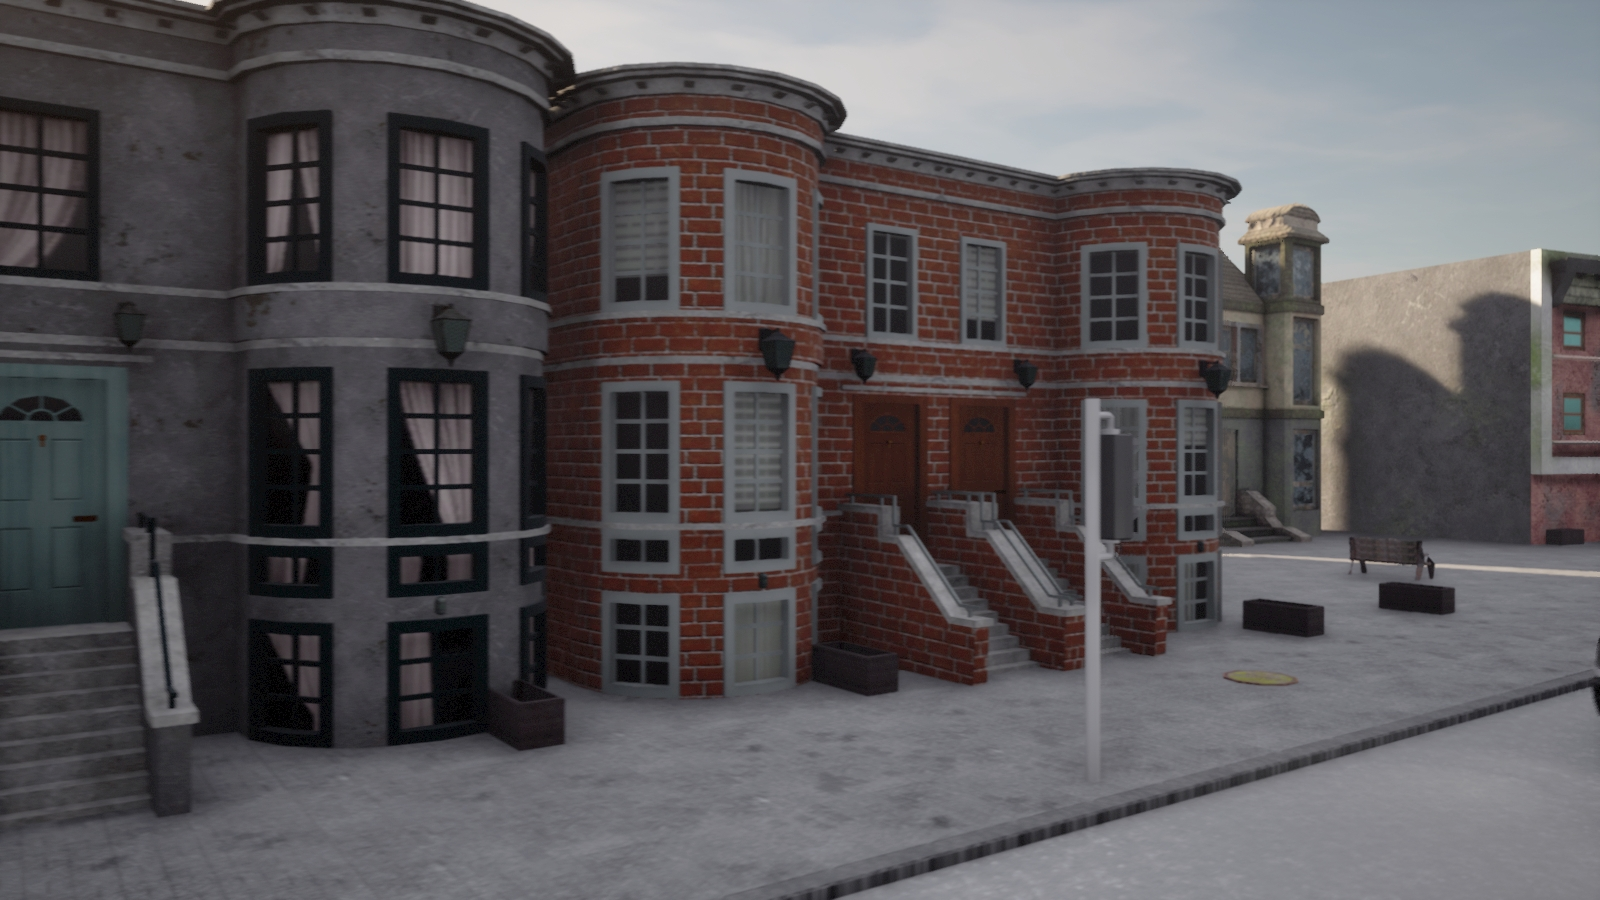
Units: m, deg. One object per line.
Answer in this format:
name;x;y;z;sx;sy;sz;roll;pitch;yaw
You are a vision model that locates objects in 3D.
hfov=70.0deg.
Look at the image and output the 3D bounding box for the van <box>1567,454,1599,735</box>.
van;10.112;1.314;11.496;5.915;2.561;1.988;0;0;-35
